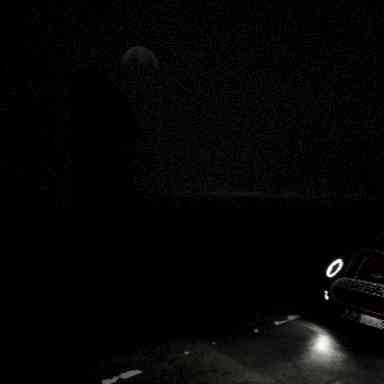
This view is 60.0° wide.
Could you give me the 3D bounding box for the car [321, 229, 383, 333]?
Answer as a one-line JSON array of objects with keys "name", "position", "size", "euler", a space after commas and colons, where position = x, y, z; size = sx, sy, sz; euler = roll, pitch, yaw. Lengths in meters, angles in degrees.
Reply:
[{"name": "car", "position": [4.460, 1.322, 6.255], "size": [4.553, 1.767, 2.097], "euler": [0, 0, -36]}]
